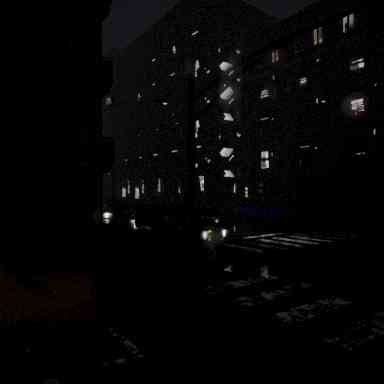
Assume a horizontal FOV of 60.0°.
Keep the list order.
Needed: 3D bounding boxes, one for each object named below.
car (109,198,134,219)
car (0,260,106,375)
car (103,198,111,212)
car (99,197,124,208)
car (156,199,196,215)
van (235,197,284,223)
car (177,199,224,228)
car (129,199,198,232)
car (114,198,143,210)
[{"bbox_3d":[-5.350,1.533,29.308,1.994,1.385,4.181,-1,0,-37],"label":"car"},{"bbox_3d":[-3.559,1.525,4.030,4.829,1.417,1.752,0,0,-35],"label":"car"},{"bbox_3d":[-11.337,1.439,37.608,1.882,1.535,5.008,-1,0,-36],"label":"car"},{"bbox_3d":[-11.616,1.463,47.858,1.887,1.381,4.507,-1,0,-36],"label":"car"},{"bbox_3d":[-1.761,1.450,34.235,1.752,1.417,4.829,0,0,-36],"label":"car"},{"bbox_3d":[4.975,1.280,24.922,1.690,1.788,3.998,0,0,-36],"label":"van"},{"bbox_3d":[0.043,1.473,21.859,2.128,1.511,4.902,-1,0,-36],"label":"car"},{"bbox_3d":[-1.826,1.441,20.026,1.967,1.590,4.097,0,0,-36],"label":"car"},{"bbox_3d":[-8.298,1.463,43.271,1.887,1.381,4.507,-1,0,-36],"label":"car"}]
